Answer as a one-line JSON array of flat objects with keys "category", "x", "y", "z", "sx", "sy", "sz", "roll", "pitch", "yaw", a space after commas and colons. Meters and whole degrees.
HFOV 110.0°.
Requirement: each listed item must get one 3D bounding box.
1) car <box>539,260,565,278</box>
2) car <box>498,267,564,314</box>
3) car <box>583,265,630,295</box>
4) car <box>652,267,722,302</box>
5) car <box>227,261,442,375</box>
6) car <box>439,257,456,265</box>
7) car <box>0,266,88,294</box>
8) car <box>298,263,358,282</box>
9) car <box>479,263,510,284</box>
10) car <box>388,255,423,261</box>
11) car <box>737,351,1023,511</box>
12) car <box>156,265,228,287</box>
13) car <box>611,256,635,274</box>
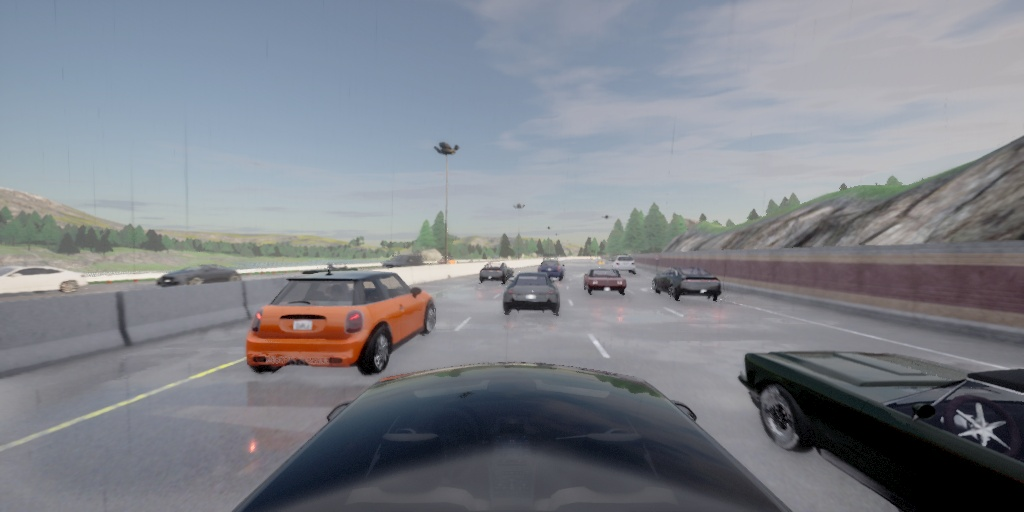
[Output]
[{"category": "car", "x": 3.393, "y": 1.085, "z": 30.657, "sx": 2.097, "sy": 1.767, "sz": 4.553, "roll": 0, "pitch": 0, "yaw": 11}, {"category": "car", "x": 0.798, "y": 1.305, "z": 13.732, "sx": 1.994, "sy": 1.385, "sz": 4.181, "roll": 0, "pitch": 0, "yaw": 5}, {"category": "car", "x": 5.020, "y": 1.349, "z": 19.956, "sx": 1.895, "sy": 1.301, "sz": 4.718, "roll": 0, "pitch": 0, "yaw": 8}, {"category": "car", "x": 8.213, "y": 1.251, "z": 17.252, "sx": 2.128, "sy": 1.511, "sz": 4.902, "roll": 0, "pitch": 0, "yaw": 7}, {"category": "car", "x": -3.143, "y": 1.087, "z": 7.672, "sx": 2.097, "sy": 1.767, "sz": 4.553, "roll": 0, "pitch": 0, "yaw": 3}, {"category": "car", "x": -11.552, "y": 1.012, "z": 62.942, "sx": 2.097, "sy": 1.767, "sz": 4.553, "roll": 0, "pitch": 0, "yaw": 12}, {"category": "car", "x": -23.671, "y": 1.192, "z": 17.161, "sx": 1.812, "sy": 1.442, "sz": 4.674, "roll": 0, "pitch": 0, "yaw": 6}, {"category": "car", "x": -14.907, "y": 1.282, "z": 29.387, "sx": 1.895, "sy": 1.301, "sz": 4.718, "roll": 0, "pitch": 0, "yaw": 10}, {"category": "car", "x": -1.037, "y": 1.216, "z": 26.067, "sx": 2.128, "sy": 1.511, "sz": 4.902, "roll": 0, "pitch": 0, "yaw": 10}, {"category": "car", "x": -10.372, "y": 0.910, "z": 34.443, "sx": 2.150, "sy": 2.045, "sz": 5.566, "roll": 0, "pitch": 0, "yaw": 12}, {"category": "car", "x": 3.655, "y": 1.361, "z": 2.199, "sx": 1.895, "sy": 1.301, "sz": 4.718, "roll": 0, "pitch": 0, "yaw": 0}, {"category": "car", "x": -19.500, "y": 1.238, "z": 22.553, "sx": 1.994, "sy": 1.385, "sz": 4.181, "roll": 0, "pitch": 0, "yaw": 8}, {"category": "car", "x": 12.507, "y": 0.973, "z": 40.425, "sx": 2.150, "sy": 2.045, "sz": 5.566, "roll": 0, "pitch": 0, "yaw": 12}]
